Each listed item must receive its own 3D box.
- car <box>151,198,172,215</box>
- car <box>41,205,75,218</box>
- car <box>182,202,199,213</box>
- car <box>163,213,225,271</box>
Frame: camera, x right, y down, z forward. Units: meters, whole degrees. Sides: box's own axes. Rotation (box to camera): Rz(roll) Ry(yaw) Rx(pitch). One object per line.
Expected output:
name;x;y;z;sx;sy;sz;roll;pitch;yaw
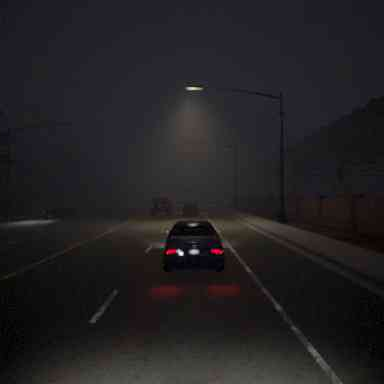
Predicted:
car;-3.659;1.717;40.132;2.150;2.045;5.566;0;0;0
car;-14.226;2.107;35.528;1.895;1.301;4.718;0;-1;0
car;-0.160;1.962;40.439;1.882;1.535;5.008;0;-1;0
car;0.039;1.685;11.417;2.033;1.411;5.357;0;-1;0
